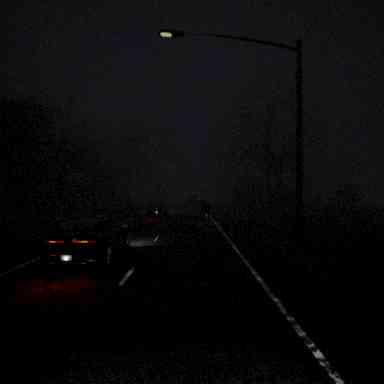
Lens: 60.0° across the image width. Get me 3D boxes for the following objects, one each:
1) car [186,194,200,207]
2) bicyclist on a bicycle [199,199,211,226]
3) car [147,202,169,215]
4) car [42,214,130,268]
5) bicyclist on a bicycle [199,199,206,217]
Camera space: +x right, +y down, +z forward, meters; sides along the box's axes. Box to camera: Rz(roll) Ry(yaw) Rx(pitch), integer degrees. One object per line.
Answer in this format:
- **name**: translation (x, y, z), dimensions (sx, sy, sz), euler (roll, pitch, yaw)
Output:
- **car**: translation (0.119, 1.365, 56.147), dimensions (2.150, 2.045, 5.566), euler (0, 0, 0)
- **bicyclist on a bicycle**: translation (0.974, 1.427, 22.696), dimensions (0.659, 1.776, 1.843), euler (0, 0, 0)
- **car**: translation (-3.391, 1.687, 34.230), dimensions (1.895, 1.301, 4.718), euler (0, 0, 0)
- **car**: translation (-3.397, 1.534, 11.405), dimensions (1.837, 1.490, 4.892), euler (0, 0, 0)
- **bicyclist on a bicycle**: translation (0.977, 1.532, 31.494), dimensions (0.582, 1.620, 1.656), euler (0, 0, 0)
